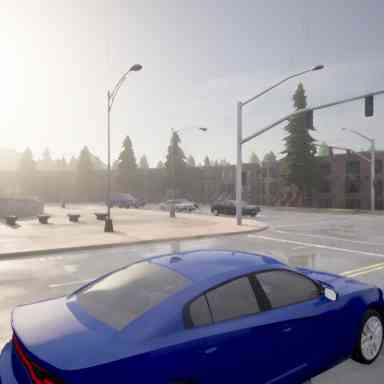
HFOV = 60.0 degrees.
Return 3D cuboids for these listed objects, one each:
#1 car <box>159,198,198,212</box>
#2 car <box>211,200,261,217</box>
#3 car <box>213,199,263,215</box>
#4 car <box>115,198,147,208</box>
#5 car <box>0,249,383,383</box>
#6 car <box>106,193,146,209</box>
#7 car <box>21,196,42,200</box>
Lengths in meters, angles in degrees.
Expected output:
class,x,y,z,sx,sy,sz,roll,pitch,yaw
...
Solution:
class,x,y,z,sx,sy,sz,roll,pitch,yaw
car,-1.811,1.601,38.072,1.895,1.301,4.718,0,0,-39
car,3.792,1.478,30.596,1.882,1.535,5.008,0,0,-36
car,4.752,1.547,35.243,2.033,1.411,5.357,0,0,-36
car,-9.090,1.601,49.620,4.718,1.301,1.895,0,0,34
car,0.495,1.478,4.151,5.008,1.535,1.882,0,0,-35
car,-9.458,1.221,45.623,5.566,2.045,2.150,0,0,36
car,-29.903,1.505,60.676,4.892,1.490,1.837,0,0,5
